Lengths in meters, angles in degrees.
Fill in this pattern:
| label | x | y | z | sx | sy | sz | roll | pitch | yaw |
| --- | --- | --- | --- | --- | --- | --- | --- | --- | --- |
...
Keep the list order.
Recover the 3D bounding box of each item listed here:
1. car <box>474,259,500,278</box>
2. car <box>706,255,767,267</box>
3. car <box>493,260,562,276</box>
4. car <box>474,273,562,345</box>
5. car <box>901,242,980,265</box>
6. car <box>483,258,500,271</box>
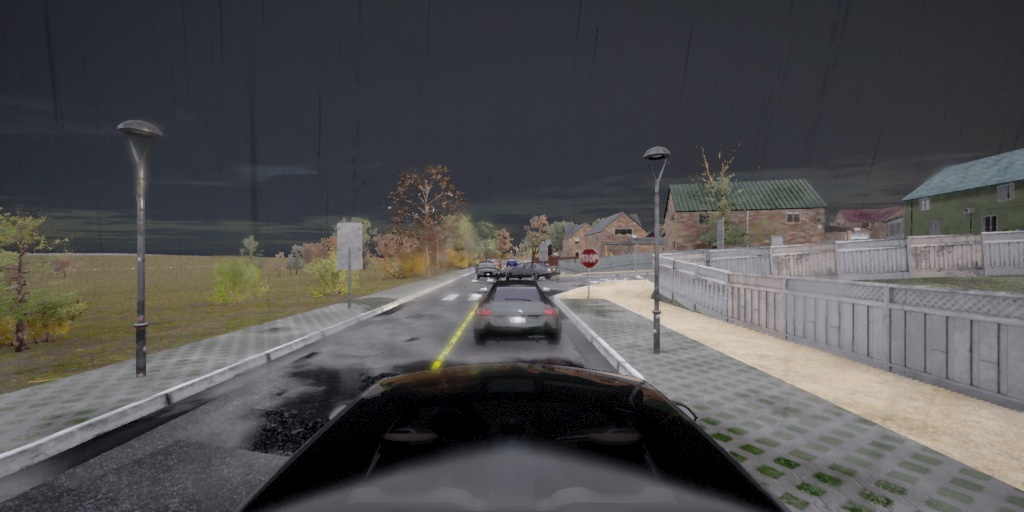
| label | x | y | z | sx | sy | sz | roll | pitch | yaw |
| --- | --- | --- | --- | --- | --- | --- | --- | --- | --- |
| car | -2.264 | 1.258 | 31.431 | 1.837 | 1.490 | 4.892 | 0 | 0 | -8 |
| car | 14.378 | 0.413 | 22.904 | 4.181 | 1.385 | 1.994 | -3 | 0 | 16 |
| car | 1.325 | 1.198 | 28.522 | 5.357 | 1.411 | 2.033 | -4 | -3 | 43 |
| car | 0.099 | 1.313 | 9.506 | 1.994 | 1.385 | 4.181 | 0 | 0 | -1 |
| car | 23.880 | -0.208 | 20.486 | 4.902 | 1.511 | 2.128 | -3 | 0 | 14 |
| car | -2.869 | 1.121 | 51.249 | 2.097 | 1.767 | 4.553 | 0 | 0 | 1 |
